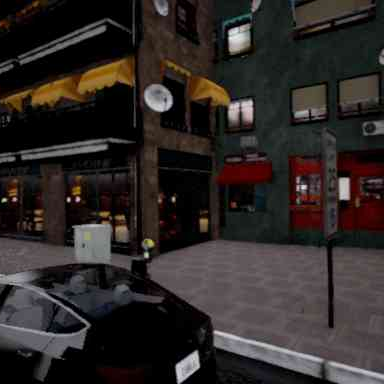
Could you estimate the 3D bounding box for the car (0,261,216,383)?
[{"bbox_3d":[-1.768,1.551,4.044,4.313,1.339,1.947,0,0,34],"label":"car"}]
